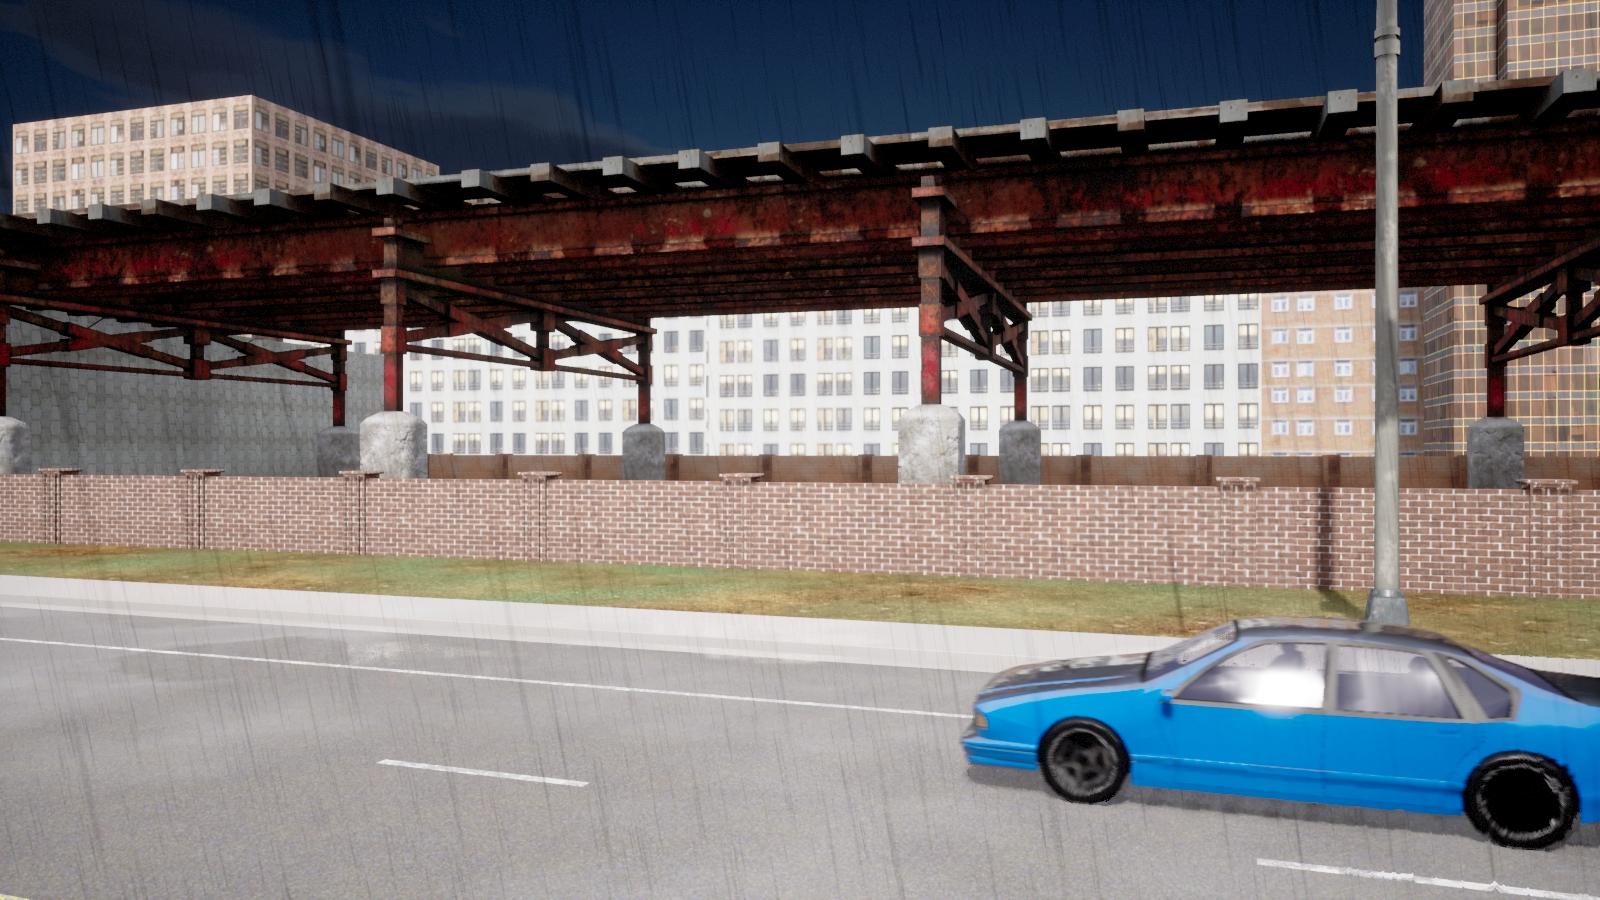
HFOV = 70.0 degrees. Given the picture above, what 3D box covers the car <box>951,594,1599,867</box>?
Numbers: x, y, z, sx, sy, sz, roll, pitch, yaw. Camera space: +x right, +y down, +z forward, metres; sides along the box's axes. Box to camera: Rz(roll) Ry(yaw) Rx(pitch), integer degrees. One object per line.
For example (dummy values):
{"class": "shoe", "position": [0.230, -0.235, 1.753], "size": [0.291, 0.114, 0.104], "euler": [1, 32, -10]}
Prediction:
{"class": "car", "position": [4.085, 2.106, 9.261], "size": [5.357, 1.411, 2.033], "euler": [0, 0, 20]}
